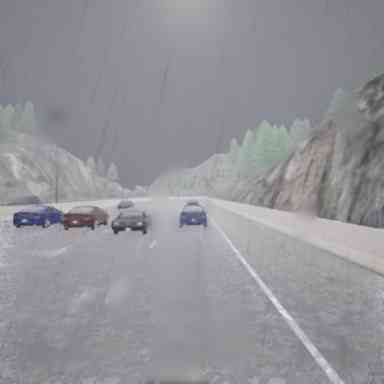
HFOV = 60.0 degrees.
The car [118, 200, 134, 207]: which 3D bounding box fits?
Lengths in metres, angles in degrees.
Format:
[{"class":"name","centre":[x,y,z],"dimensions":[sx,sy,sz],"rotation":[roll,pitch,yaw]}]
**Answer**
[{"class":"car","centre":[-10.410,1.947,52.666],"dimensions":[1.994,1.385,4.181],"rotation":[0,0,0]}]

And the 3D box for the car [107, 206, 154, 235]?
[{"class":"car","centre":[-3.404,1.747,19.973],"dimensions":[1.895,1.301,4.718],"rotation":[0,0,0]}]

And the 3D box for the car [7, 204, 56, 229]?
[{"class":"car","centre":[-10.404,1.646,23.153],"dimensions":[1.882,1.535,5.008],"rotation":[0,0,0]}]

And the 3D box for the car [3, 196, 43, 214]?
[{"class":"car","centre":[-21.078,1.524,41.837],"dimensions":[2.150,2.045,5.566],"rotation":[0,0,0]}]

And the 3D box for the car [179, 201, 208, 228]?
[{"class":"car","centre":[0.093,1.650,23.624],"dimensions":[1.882,1.535,5.008],"rotation":[0,0,0]}]

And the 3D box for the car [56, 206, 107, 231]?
[{"class":"car","centre":[-6.907,1.639,22.112],"dimensions":[1.882,1.535,5.008],"rotation":[0,0,0]}]
